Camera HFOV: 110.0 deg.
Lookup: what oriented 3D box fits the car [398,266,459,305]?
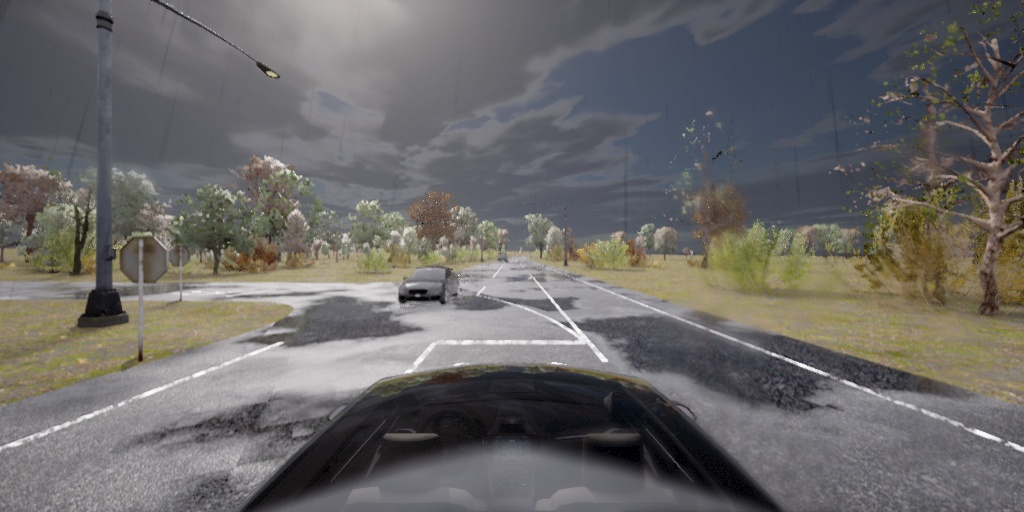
[{"bbox_3d":[-3.478,1.202,15.676,1.837,1.490,4.892,0,0,0],"label":"car"}]
